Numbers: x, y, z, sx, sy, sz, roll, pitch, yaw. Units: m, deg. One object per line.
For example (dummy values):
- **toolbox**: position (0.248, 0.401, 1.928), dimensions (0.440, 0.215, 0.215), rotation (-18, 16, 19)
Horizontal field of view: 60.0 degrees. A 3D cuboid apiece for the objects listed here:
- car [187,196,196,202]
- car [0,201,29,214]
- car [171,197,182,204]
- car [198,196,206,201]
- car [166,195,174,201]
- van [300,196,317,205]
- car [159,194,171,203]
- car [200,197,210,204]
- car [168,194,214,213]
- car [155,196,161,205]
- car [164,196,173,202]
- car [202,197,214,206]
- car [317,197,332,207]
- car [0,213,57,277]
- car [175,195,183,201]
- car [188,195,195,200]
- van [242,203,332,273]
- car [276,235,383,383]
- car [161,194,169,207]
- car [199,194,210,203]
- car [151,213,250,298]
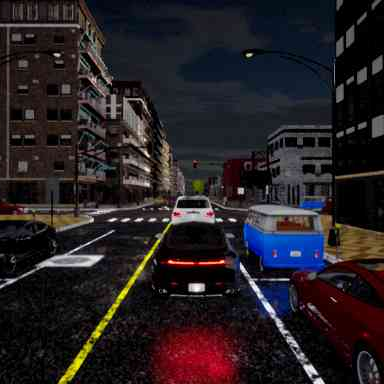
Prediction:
- **car**: position (-0.157, 1.618, 81.499), dimensions (2.033, 1.411, 5.357), rotation (0, 0, 0)
- **car**: position (-17.526, 1.535, 31.101), dimensions (4.206, 1.307, 1.802), rotation (0, 0, 0)
- **car**: position (-3.141, 1.654, 67.869), dimensions (1.895, 1.301, 4.718), rotation (0, 0, 0)
- **car**: position (2.523, 1.643, 88.351), dimensions (2.008, 1.369, 4.403), rotation (0, 0, 0)
- **car**: position (-5.858, 1.617, 88.164), dimensions (1.752, 1.417, 4.829), rotation (0, 0, 0)
- **van**: position (14.824, 1.426, 39.624), dimensions (3.998, 1.788, 1.690), rotation (0, 0, 0)
- **car**: position (-5.825, 1.376, 71.717), dimensions (2.192, 1.841, 5.009), rotation (0, 0, 0)
- **car**: position (2.565, 1.634, 66.194), dimensions (1.802, 1.307, 4.206), rotation (0, 0, 0)
- **car**: position (0.054, 1.225, 18.512), dimensions (2.150, 2.045, 5.566), rotation (0, 0, 0)
- **car**: position (-5.804, 1.569, 60.468), dimensions (1.752, 1.417, 4.829), rotation (0, 0, 0)
- **car**: position (-5.848, 1.632, 82.795), dimensions (2.008, 1.369, 4.403), rotation (0, 0, 0)
- **car**: position (2.587, 1.562, 55.286), dimensions (1.752, 1.417, 4.829), rotation (0, 0, 0)
- **car**: position (14.862, 1.359, 31.244), dimensions (5.009, 1.841, 2.192), rotation (0, 0, 0)
- **car**: position (-5.707, 1.567, 10.338), dimensions (1.947, 1.339, 4.313), rotation (0, 0, 0)
- **car**: position (-3.162, 1.539, 83.890), dimensions (1.812, 1.442, 4.674), rotation (0, 0, 0)
- **car**: position (-0.176, 1.584, 91.949), dimensions (1.895, 1.301, 4.718), rotation (0, 0, 0)
- **van**: position (2.641, 1.343, 10.329), dimensions (1.690, 1.788, 3.998), rotation (0, 0, 0)
- **car**: position (2.651, 1.582, 4.640), dimensions (1.802, 1.307, 4.206), rotation (0, 0, 0)
- **car**: position (-3.193, 1.385, 52.484), dimensions (2.097, 1.767, 4.553), rotation (0, 0, 0)
- **car**: position (2.556, 1.376, 71.734), dimensions (2.192, 1.841, 5.009), rotation (0, 0, 0)
- **car**: position (0.081, 1.506, 8.511), dimensions (1.837, 1.490, 4.892), rotation (0, 0, 0)
